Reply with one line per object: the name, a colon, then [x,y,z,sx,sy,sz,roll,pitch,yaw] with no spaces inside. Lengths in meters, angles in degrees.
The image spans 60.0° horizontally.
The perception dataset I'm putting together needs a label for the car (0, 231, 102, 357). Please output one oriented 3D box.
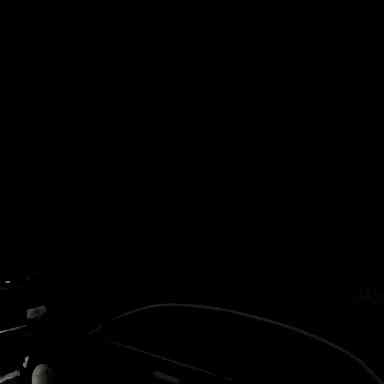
car: [-4.233,1.483,6.269,4.892,1.521,2.231,0,0,35]
